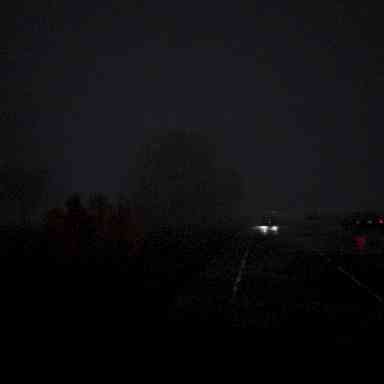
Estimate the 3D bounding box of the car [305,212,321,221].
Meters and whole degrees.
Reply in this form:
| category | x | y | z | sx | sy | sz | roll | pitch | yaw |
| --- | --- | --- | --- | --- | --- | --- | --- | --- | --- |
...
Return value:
| category | x | y | z | sx | sy | sz | roll | pitch | yaw |
| --- | --- | --- | --- | --- | --- | --- | --- | --- | --- |
| car | 19.178 | 3.818 | 52.782 | 1.994 | 1.385 | 4.181 | -3 | -3 | 12 |

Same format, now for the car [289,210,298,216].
| category | x | y | z | sx | sy | sz | roll | pitch | yaw |
| --- | --- | --- | --- | --- | --- | --- | --- | --- | --- |
| car | 25.890 | 5.343 | 85.010 | 1.994 | 1.385 | 4.181 | -3 | -3 | 12 |

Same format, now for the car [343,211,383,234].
| category | x | y | z | sx | sy | sz | roll | pitch | yaw |
| --- | --- | --- | --- | --- | --- | --- | --- | --- | --- |
| car | 13.814 | 2.380 | 27.076 | 2.097 | 1.767 | 4.553 | -3 | -3 | 12 |

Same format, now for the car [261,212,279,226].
| category | x | y | z | sx | sy | sz | roll | pitch | yaw |
| --- | --- | --- | --- | --- | --- | --- | --- | --- | --- |
| car | 9.916 | 3.605 | 42.658 | 1.994 | 1.385 | 4.181 | -3 | -3 | 12 |
